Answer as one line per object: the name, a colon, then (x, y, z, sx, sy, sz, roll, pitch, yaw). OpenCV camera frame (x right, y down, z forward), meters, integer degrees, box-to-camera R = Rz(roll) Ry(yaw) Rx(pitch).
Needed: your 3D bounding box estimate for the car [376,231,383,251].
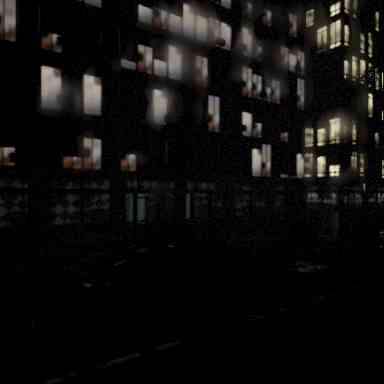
car: (8.747, 1.568, 12.696, 4.206, 1.307, 1.802, 0, 0, -35)

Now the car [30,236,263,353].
car: (-0.563, 1.555, 6.146, 4.313, 1.339, 1.947, 0, 0, -35)
